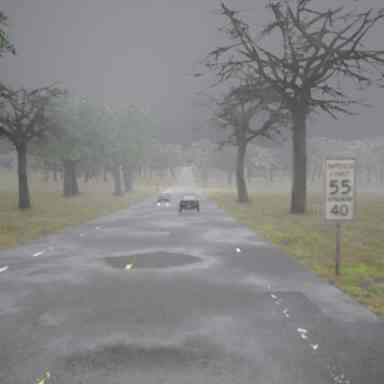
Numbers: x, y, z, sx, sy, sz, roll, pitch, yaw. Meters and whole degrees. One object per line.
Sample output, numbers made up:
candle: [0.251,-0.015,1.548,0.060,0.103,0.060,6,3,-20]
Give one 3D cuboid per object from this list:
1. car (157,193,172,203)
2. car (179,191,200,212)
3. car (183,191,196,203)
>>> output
car: [-3.937,0.793,48.012,2.033,1.411,5.357,0,2,-1]
car: [-0.251,1.026,32.065,1.882,1.535,5.008,0,1,0]
car: [-0.367,0.675,47.507,1.837,1.490,4.892,0,2,0]
